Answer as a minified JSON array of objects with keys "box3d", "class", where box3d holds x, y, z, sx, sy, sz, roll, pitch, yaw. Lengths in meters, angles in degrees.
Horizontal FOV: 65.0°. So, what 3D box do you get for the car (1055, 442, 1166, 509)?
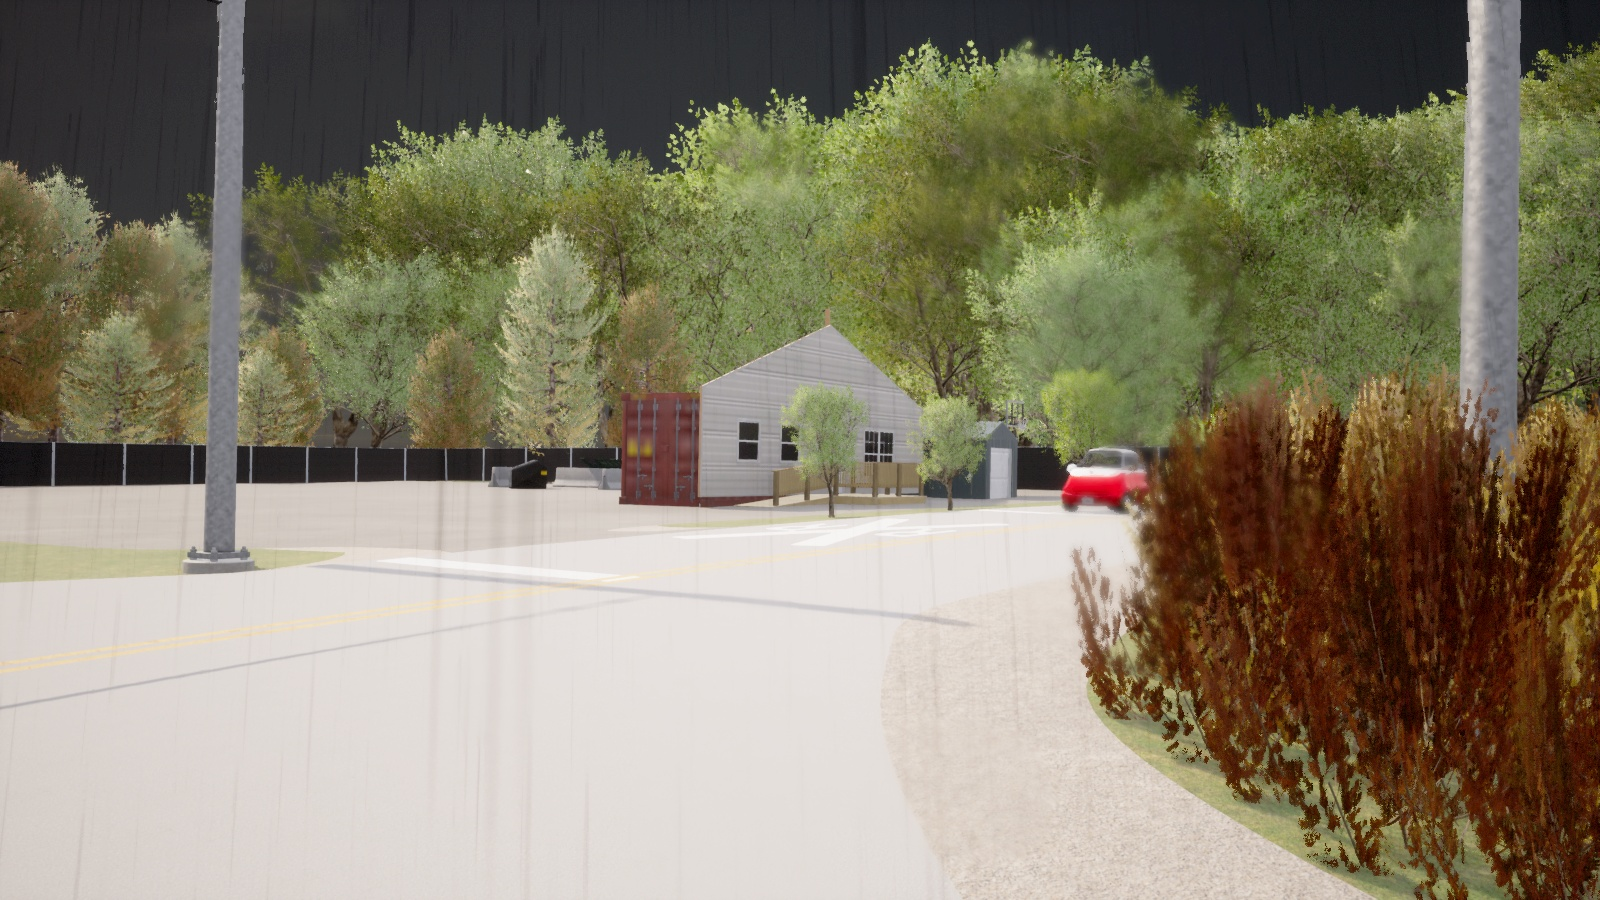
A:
[{"box3d":[6.661,0.527,26.852,1.481,1.376,2.207,0,0,40],"class":"car"}]
